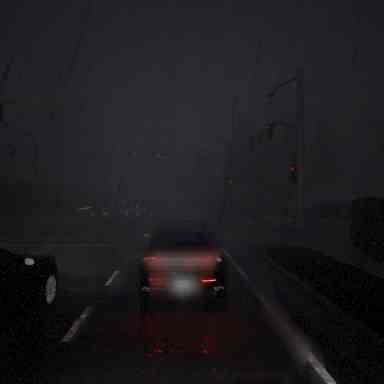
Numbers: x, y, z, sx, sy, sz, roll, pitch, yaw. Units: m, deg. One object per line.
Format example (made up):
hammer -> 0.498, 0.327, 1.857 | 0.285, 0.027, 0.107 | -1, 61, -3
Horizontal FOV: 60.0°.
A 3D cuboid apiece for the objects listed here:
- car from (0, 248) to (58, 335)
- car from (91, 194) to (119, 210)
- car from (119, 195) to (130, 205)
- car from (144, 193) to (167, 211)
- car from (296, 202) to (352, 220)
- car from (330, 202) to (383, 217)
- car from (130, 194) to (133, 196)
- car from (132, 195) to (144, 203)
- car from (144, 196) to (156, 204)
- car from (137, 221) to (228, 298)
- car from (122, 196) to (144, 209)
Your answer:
car -> -3.613, 1.478, 4.830 | 1.882, 1.535, 5.008 | 0, 0, -2
car -> -11.446, 1.221, 43.395 | 2.150, 2.045, 5.566 | 0, 0, -2
car -> -11.601, 1.505, 53.222 | 1.837, 1.490, 4.892 | 0, 0, -1
car -> -4.230, 1.352, 40.872 | 2.097, 1.767, 4.553 | 0, 0, 0
car -> 11.388, 1.547, 27.192 | 5.357, 1.411, 2.033 | 0, 0, 0
car -> 15.459, 1.601, 30.658 | 4.718, 1.301, 1.895 | 0, 0, 0
car -> -11.735, 1.352, 63.132 | 2.097, 1.767, 4.553 | 0, 0, 0
car -> -11.859, 1.478, 73.203 | 1.882, 1.535, 5.008 | 0, 0, -1
car -> -8.251, 1.526, 65.047 | 1.812, 1.442, 4.674 | 0, 0, -1
car -> -0.247, 1.492, 8.496 | 2.128, 1.511, 4.902 | 0, 0, -2
car -> -7.989, 1.601, 46.459 | 1.895, 1.301, 4.718 | 0, 0, -1
